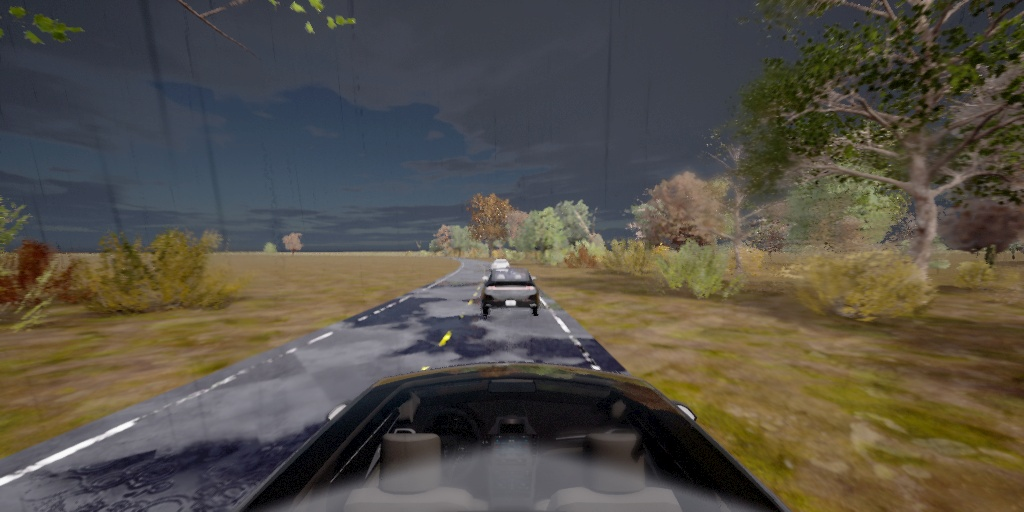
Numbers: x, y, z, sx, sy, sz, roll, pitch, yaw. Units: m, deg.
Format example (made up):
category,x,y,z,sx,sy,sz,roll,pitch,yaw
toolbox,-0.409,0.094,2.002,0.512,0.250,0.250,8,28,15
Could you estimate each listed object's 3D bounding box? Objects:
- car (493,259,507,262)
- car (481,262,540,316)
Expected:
category,x,y,z,sx,sy,sz,roll,pitch,yaw
car,-1.118,1.030,34.871,1.812,1.442,4.674,0,0,-4
car,-0.086,1.157,13.016,2.128,1.511,4.902,0,0,-1
